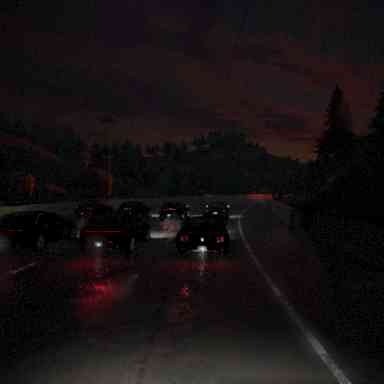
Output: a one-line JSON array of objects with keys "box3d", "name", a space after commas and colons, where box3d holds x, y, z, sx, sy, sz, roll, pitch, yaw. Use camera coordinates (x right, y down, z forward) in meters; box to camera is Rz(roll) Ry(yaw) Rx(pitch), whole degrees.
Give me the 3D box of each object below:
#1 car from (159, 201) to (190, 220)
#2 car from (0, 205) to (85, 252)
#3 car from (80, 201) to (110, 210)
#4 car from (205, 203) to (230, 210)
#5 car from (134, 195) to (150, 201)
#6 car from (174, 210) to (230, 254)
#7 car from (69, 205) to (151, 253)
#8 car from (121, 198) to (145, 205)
[{"box3d": [-1.392, 1.516, 27.622, 1.837, 1.490, 4.892, 0, 0, 9], "name": "car"}, {"box3d": [-6.465, 1.516, 13.901, 1.837, 1.490, 4.892, 0, 0, 4], "name": "car"}, {"box3d": [-8.313, 1.495, 28.671, 2.128, 1.511, 4.902, 0, 0, 9], "name": "car"}, {"box3d": [2.069, 1.572, 27.097, 1.994, 1.385, 4.181, 0, 0, 9], "name": "car"}, {"box3d": [-12.976, 1.546, 86.840, 1.895, 1.301, 4.718, 0, 0, 23], "name": "car"}, {"box3d": [0.517, 1.616, 13.406, 1.895, 1.301, 4.718, 0, 0, 4], "name": "car"}, {"box3d": [-2.975, 1.516, 13.639, 1.837, 1.490, 4.892, 0, 0, 4], "name": "car"}, {"box3d": [-4.852, 1.516, 28.147, 1.837, 1.490, 4.892, 0, 0, 9], "name": "car"}]
